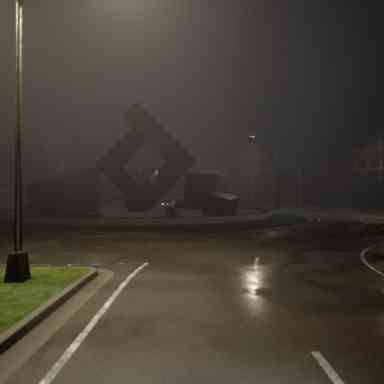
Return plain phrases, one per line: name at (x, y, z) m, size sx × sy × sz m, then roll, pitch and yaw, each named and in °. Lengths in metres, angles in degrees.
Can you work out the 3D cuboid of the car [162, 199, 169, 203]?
car at (-7.119, 2.430, 90.853) m, size 1.895 × 1.301 × 4.718 m, roll 0°, pitch -1°, yaw -1°
